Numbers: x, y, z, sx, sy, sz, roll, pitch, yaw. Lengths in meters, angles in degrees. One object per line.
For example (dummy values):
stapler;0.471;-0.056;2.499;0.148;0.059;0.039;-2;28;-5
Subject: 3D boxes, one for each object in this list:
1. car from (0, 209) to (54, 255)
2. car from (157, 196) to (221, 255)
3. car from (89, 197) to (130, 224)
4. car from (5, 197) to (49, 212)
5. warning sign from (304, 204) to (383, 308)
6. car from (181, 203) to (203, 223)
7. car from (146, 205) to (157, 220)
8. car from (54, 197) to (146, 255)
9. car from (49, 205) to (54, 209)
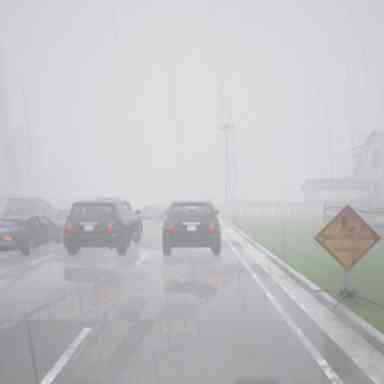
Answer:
car;-7.012;1.676;13.968;2.033;1.411;5.357;0;0;0
car;-0.012;1.345;14.002;2.150;2.045;5.566;0;0;0
car;-7.025;1.482;29.009;2.150;2.045;5.566;0;0;0
car;-14.025;1.482;29.002;2.150;2.045;5.566;0;0;0
warning sign;3.044;1.176;6.546;1.300;1.860;1.060;0;-1;0
car;-0.022;1.794;29.371;1.812;1.442;4.674;0;0;0
car;-3.524;1.832;29.284;1.994;1.385;4.181;0;0;0
car;-3.512;1.345;14.008;2.150;2.045;5.566;0;0;0
car;-10.522;1.794;29.362;1.812;1.442;4.674;0;0;0
